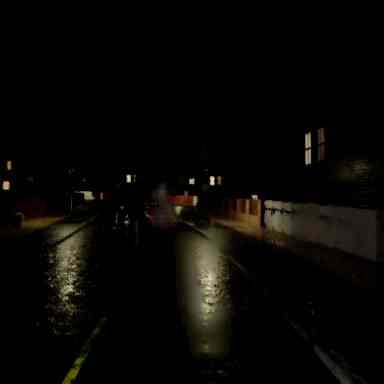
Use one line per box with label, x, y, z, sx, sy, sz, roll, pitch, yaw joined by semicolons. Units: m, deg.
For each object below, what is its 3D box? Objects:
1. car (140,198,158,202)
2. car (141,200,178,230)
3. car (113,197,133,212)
car;-4.406;1.345;35.266;2.128;1.511;4.902;0;0;-9
car;-1.988;1.496;20.731;2.033;1.411;5.357;0;0;-9
car;-7.494;1.333;36.233;2.128;1.511;4.902;0;0;-9
